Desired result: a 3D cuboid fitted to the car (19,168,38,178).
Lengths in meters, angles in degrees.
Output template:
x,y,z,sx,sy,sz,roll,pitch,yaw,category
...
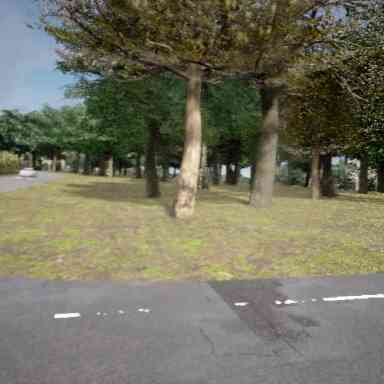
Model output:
x,y,z,sx,sy,sz,roll,pitch,yaw,category
-25.855,-3.065,52.659,1.812,1.442,4.674,3,3,-14,car
